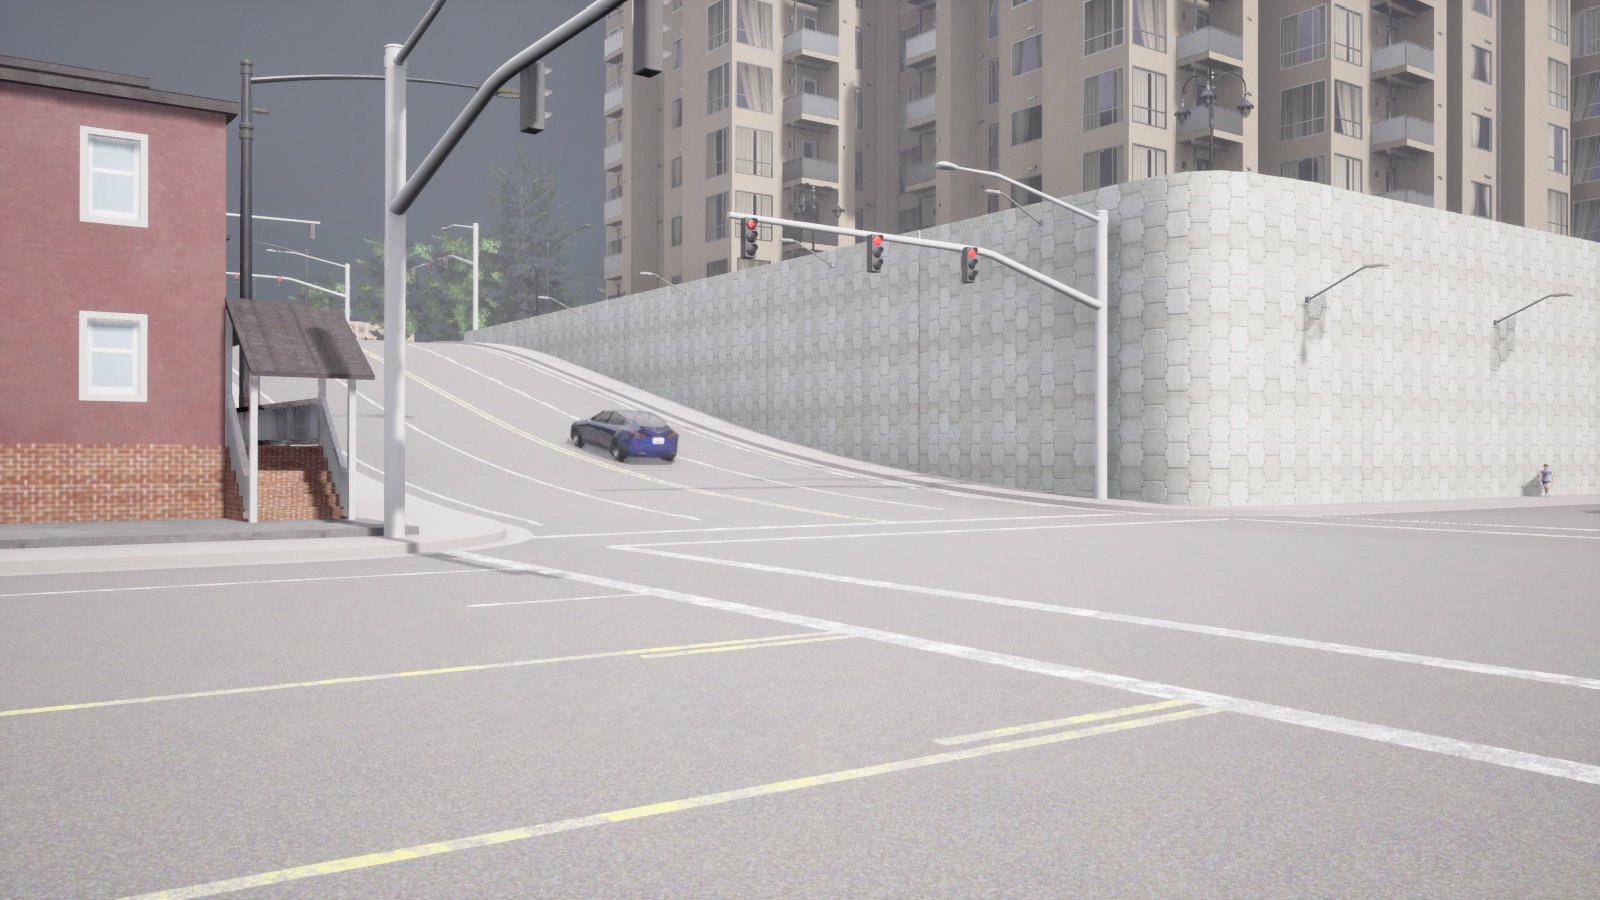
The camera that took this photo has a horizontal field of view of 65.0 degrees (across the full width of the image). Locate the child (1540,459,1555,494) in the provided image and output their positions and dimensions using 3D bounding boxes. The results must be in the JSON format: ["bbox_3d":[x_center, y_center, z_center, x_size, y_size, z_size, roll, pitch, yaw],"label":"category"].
[{"bbox_3d":[23.548,0.827,39.571,0.394,1.110,0.255,0,0,-34],"label":"child"}]

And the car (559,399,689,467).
[{"bbox_3d":[-5.754,-0.594,40.610,2.163,1.488,4.792,0,9,-35],"label":"car"}]
